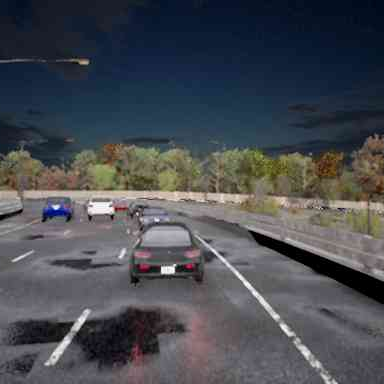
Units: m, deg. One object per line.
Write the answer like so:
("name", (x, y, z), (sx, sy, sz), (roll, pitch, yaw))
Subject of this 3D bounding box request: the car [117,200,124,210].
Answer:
("car", (-9.632, 1.780, 44.071), (1.994, 1.385, 4.181), (0, 0, -23))

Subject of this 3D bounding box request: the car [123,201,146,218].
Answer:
("car", (-5.261, 1.659, 32.376), (1.837, 1.490, 4.892), (0, -1, -17))

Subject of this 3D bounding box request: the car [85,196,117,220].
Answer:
("car", (-8.182, 1.364, 29.986), (2.150, 2.045, 5.566), (0, -1, -15))

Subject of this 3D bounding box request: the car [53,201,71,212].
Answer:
("car", (-16.888, 1.820, 43.160), (1.895, 1.301, 4.718), (0, 0, -24))

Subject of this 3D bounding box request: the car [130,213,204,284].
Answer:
("car", (-0.740, 1.572, 9.644), (1.812, 1.442, 4.674), (0, 0, -5))

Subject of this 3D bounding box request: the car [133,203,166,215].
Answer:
("car", (-2.489, 1.649, 21.187), (2.033, 1.411, 5.357), (0, 0, -11))

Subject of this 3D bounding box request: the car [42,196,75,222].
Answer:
("car", (-11.318, 1.368, 28.412), (2.150, 2.045, 5.566), (0, 0, -16))

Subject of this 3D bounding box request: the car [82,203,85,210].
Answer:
("car", (-13.155, 1.764, 43.464), (2.033, 1.411, 5.357), (0, 0, -24))
